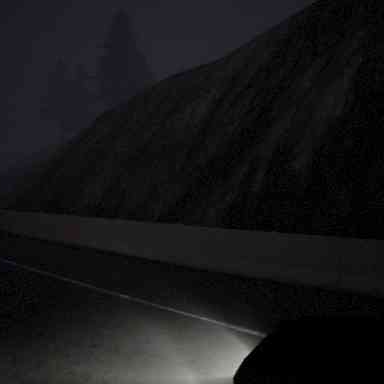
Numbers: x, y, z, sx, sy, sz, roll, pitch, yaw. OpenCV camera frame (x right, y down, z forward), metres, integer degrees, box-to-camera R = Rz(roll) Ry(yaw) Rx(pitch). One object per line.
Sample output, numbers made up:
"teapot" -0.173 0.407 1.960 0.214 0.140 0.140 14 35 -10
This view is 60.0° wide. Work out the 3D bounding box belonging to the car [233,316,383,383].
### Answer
"car" 2.873 1.554 1.979 5.357 1.411 2.033 0 0 35
